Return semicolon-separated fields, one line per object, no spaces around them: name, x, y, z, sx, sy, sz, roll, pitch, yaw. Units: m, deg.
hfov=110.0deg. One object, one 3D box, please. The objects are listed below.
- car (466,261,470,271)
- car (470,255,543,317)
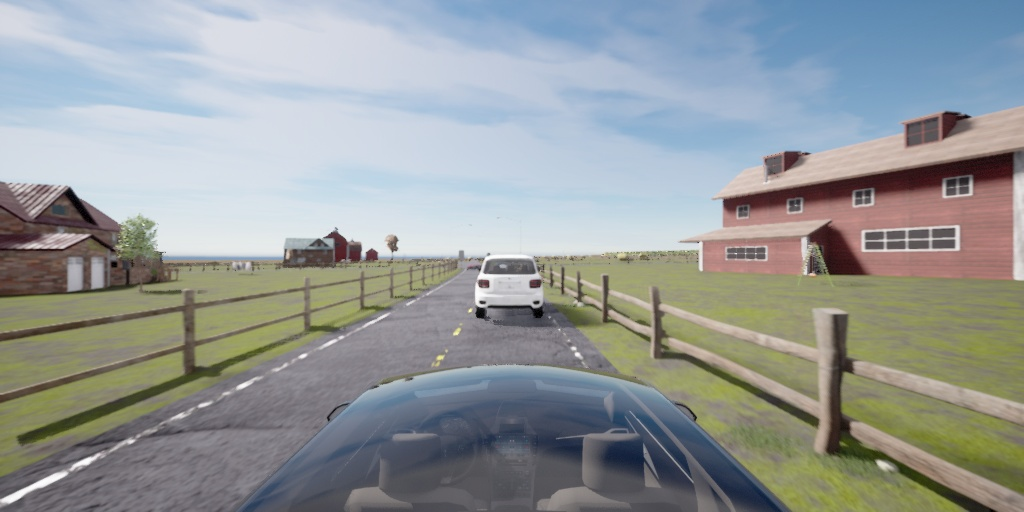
car;-5.407;1.322;51.093;1.812;1.442;4.674;0;0;-6
car;-0.110;0.977;13.273;2.150;2.045;5.566;0;0;-1
